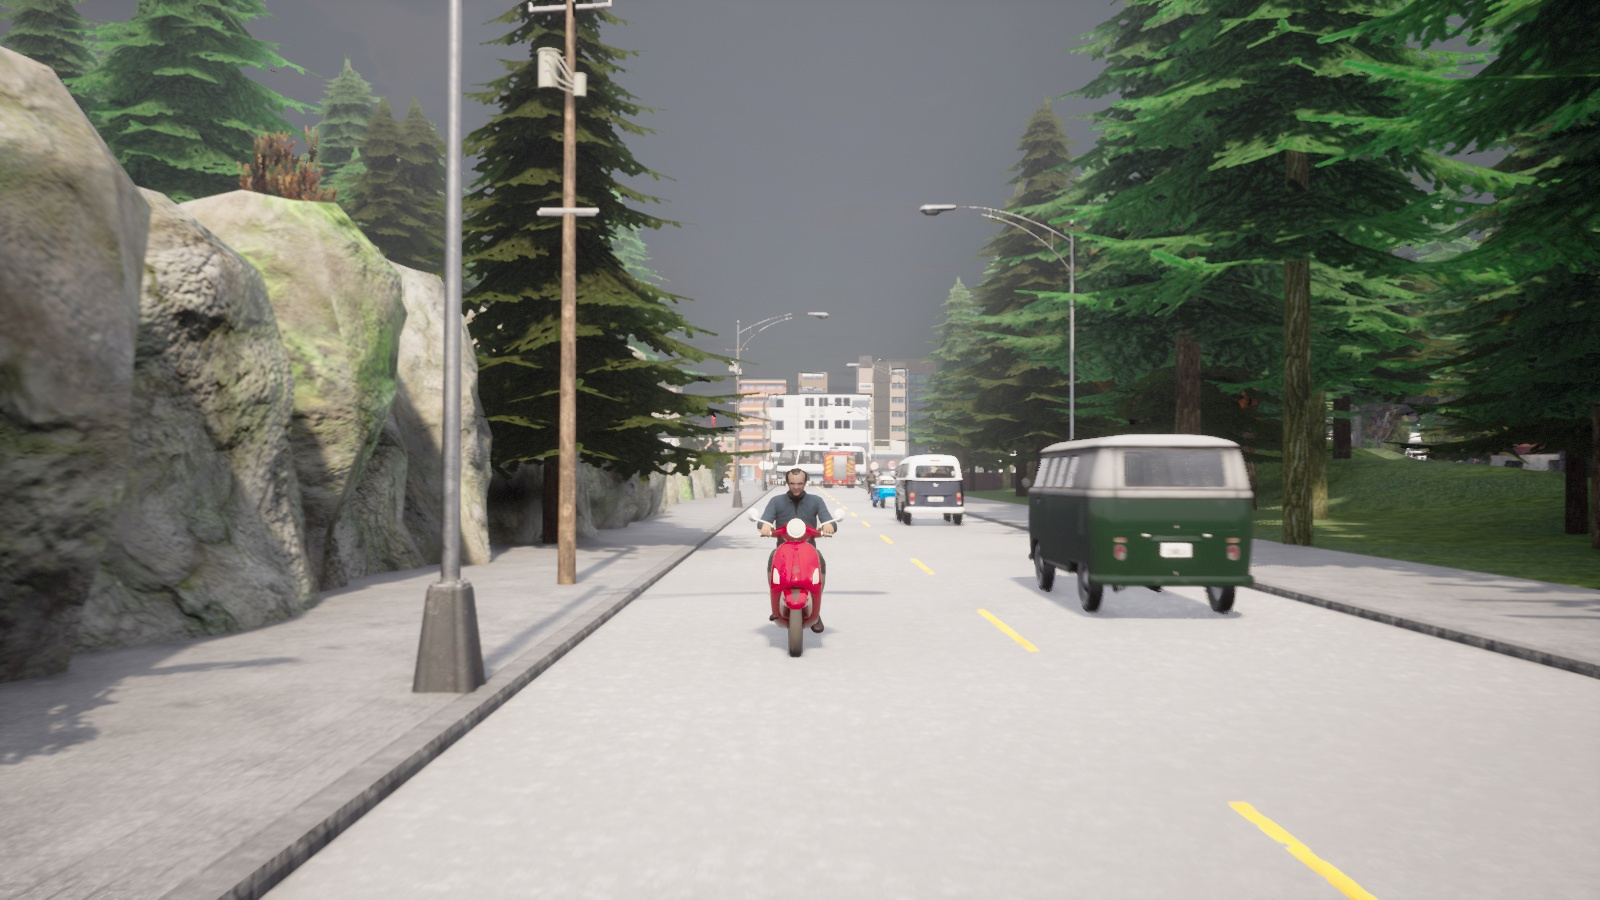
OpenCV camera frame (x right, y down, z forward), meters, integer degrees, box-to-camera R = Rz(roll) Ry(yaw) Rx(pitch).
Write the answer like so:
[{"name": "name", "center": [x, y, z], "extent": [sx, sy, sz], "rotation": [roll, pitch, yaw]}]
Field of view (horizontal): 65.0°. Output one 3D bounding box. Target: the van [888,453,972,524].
[{"name": "van", "center": [3.908, 1.163, 38.381], "extent": [2.069, 2.038, 4.480], "rotation": [0, -1, 0]}]

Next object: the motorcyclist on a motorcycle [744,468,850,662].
[{"name": "motorcyclist on a motorcycle", "center": [-0.027, 0.956, 11.240], "extent": [0.866, 1.590, 1.817], "rotation": [0, -1, 0]}]

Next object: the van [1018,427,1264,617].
[{"name": "van", "center": [3.963, 0.805, 15.402], "extent": [1.775, 1.987, 4.442], "rotation": [0, -1, 0]}]

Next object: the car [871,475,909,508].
[{"name": "car", "center": [3.872, 1.765, 54.419], "extent": [1.481, 1.376, 2.207], "rotation": [0, -1, 0]}]
